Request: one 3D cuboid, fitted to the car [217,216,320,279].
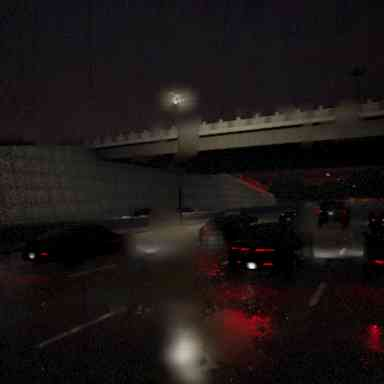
[{"bbox_3d":[2.799,1.772,11.089,1.837,1.490,4.892,-2,-2,29],"label":"car"}]

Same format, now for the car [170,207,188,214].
[{"bbox_3d":[-0.935,2.901,48.463,1.994,1.385,4.181,-2,-2,29],"label":"car"}]

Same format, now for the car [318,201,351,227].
[{"bbox_3d":[11.955,1.797,27.885,2.150,2.045,5.566,-2,-2,29],"label":"car"}]

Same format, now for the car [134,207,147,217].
[{"bbox_3d":[-7.159,3.085,51.658,1.994,1.385,4.181,-2,-2,29],"label":"car"}]

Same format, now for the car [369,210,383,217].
[{"bbox_3d":[14.697,2.072,25.589,1.895,1.301,4.718,-2,-2,29],"label":"car"}]

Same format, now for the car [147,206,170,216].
[{"bbox_3d":[-4.110,2.905,49.952,1.882,1.535,5.008,-2,-2,29],"label":"car"}]

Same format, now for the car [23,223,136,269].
[{"bbox_3d":[-4.149,1.953,12.978,1.812,1.442,4.674,-2,-2,29],"label":"car"}]

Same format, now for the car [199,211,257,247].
[{"bbox_3d":[2.073,1.943,17.025,1.837,1.490,4.892,-2,-2,29],"label":"car"}]

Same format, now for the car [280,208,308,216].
[{"bbox_3d":[9.340,2.177,30.382,2.128,1.511,4.902,-2,-2,29],"label":"car"}]

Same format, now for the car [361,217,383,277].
[{"bbox_3d":[6.351,1.714,10.280,1.812,1.442,4.674,-2,-2,29],"label":"car"}]

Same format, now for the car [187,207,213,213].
[{"bbox_3d":[1.641,2.827,45.884,1.895,1.301,4.718,-2,-2,29],"label":"car"}]
